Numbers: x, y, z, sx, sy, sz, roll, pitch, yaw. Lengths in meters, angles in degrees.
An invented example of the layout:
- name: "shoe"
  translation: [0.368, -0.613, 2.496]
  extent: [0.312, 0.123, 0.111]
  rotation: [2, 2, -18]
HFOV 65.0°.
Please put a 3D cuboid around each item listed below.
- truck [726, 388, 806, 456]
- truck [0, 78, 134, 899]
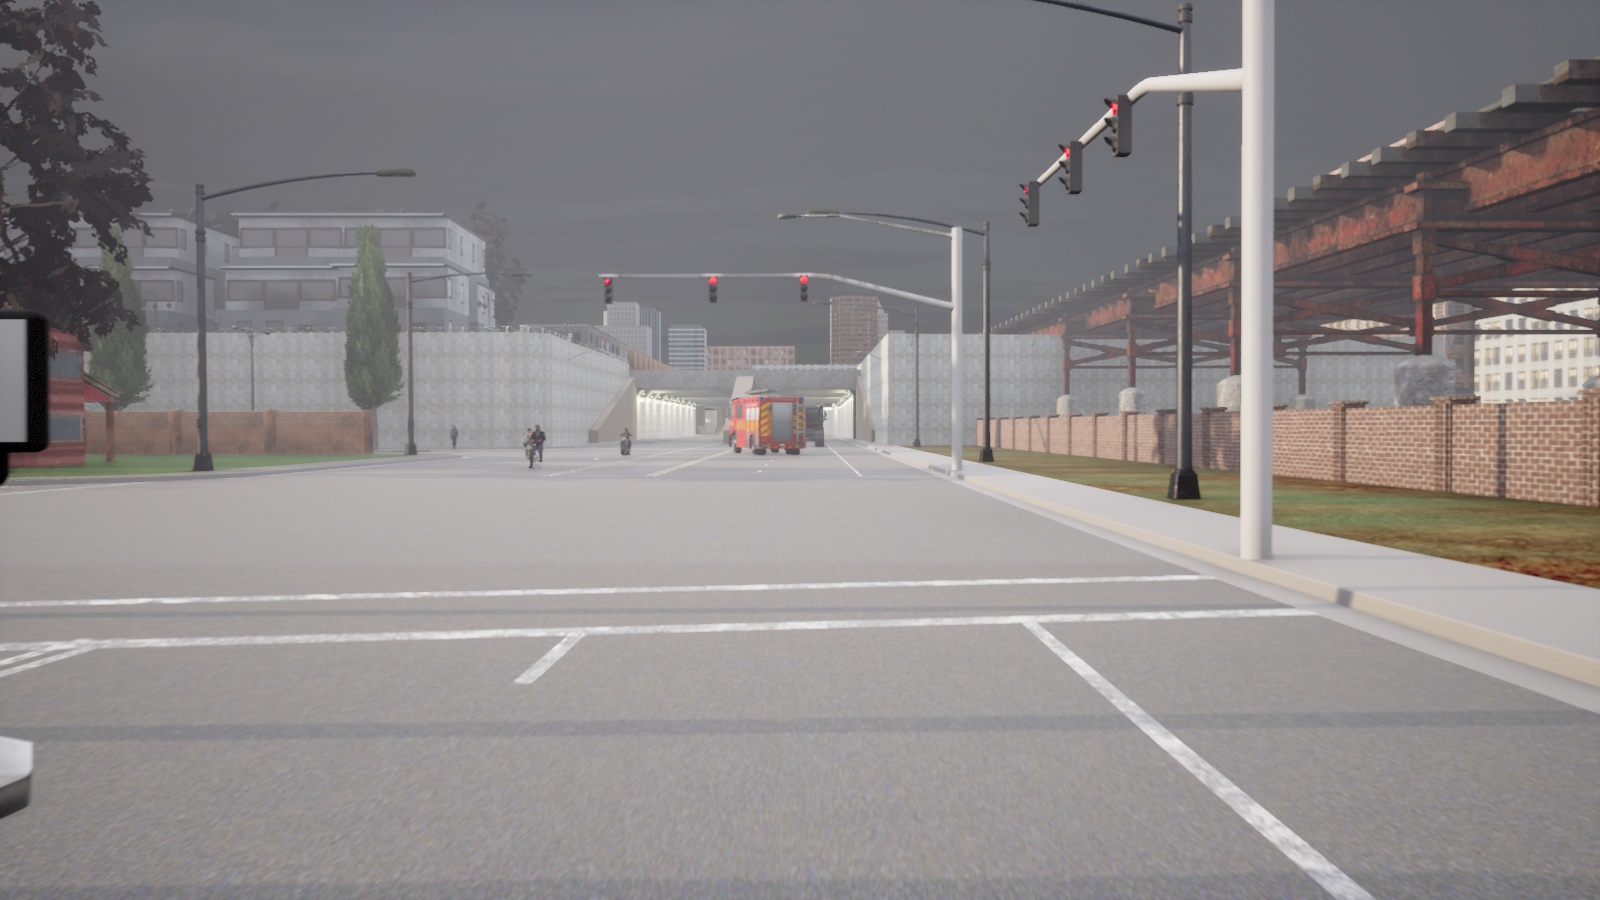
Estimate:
- name: "truck"
  translation: [-2.173, -1.682, 75.892]
  extent: [2.891, 3.827, 8.468]
  rotation: [0, 1, -15]
- name: "truck"
  translation: [-3.501, 0.249, 1.436]
  extent: [2.627, 2.467, 5.204]
  rotation: [0, 0, 1]
